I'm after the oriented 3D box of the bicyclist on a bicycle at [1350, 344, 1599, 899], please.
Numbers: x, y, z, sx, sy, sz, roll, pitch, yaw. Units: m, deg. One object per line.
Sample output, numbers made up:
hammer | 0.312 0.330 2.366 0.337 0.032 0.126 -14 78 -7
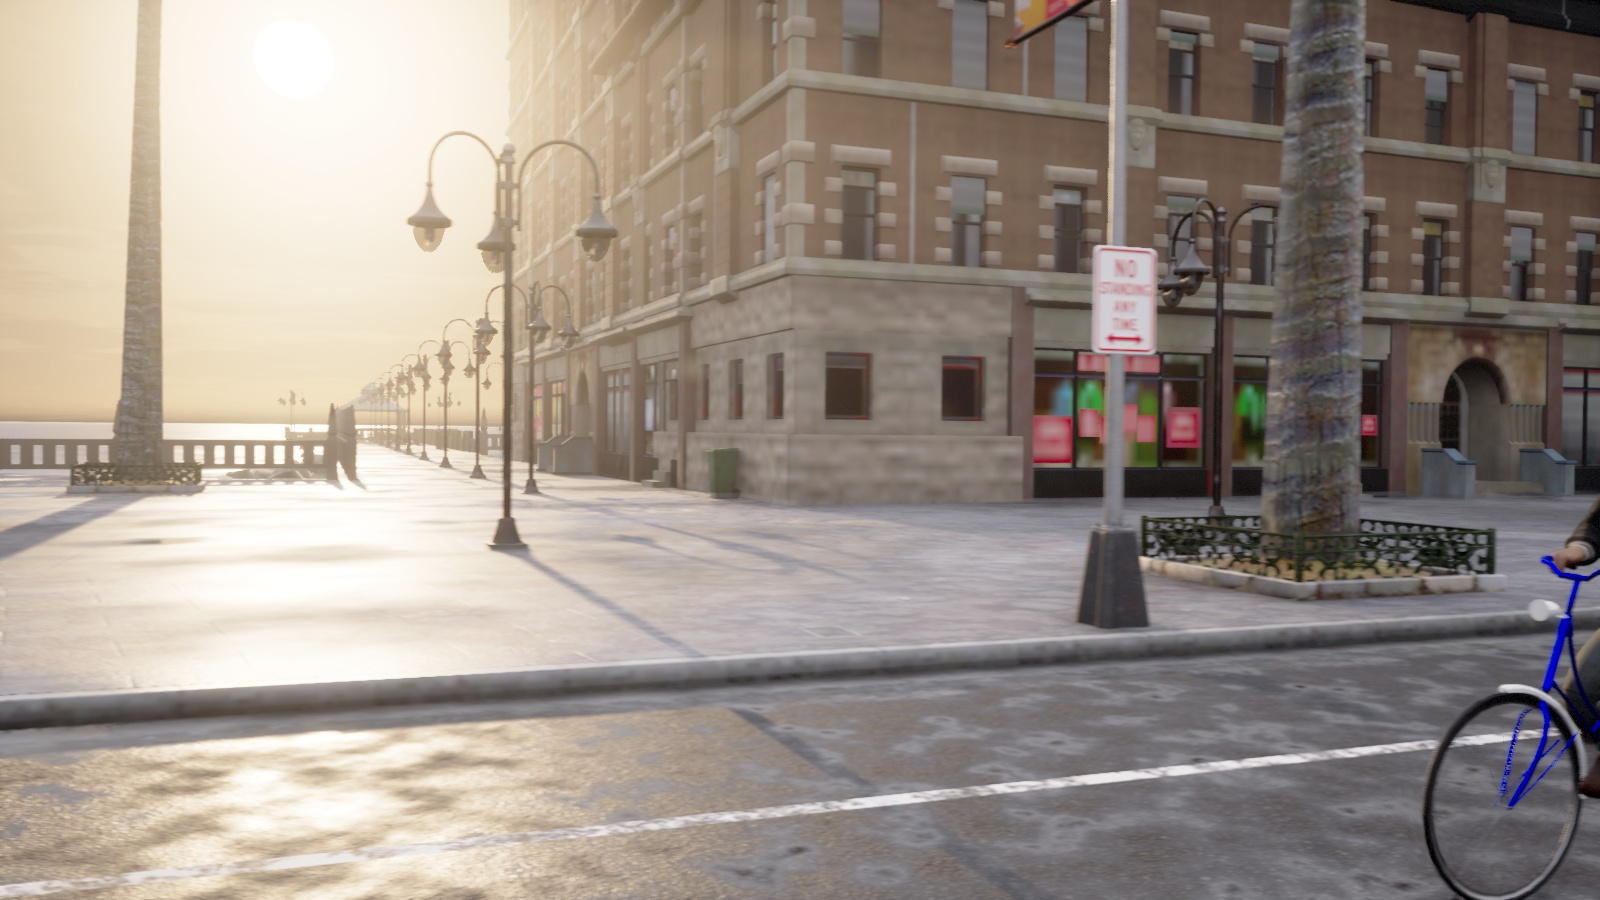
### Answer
bicyclist on a bicycle | 2.854 0.560 4.296 1.843 1.776 0.659 -1 1 -21
